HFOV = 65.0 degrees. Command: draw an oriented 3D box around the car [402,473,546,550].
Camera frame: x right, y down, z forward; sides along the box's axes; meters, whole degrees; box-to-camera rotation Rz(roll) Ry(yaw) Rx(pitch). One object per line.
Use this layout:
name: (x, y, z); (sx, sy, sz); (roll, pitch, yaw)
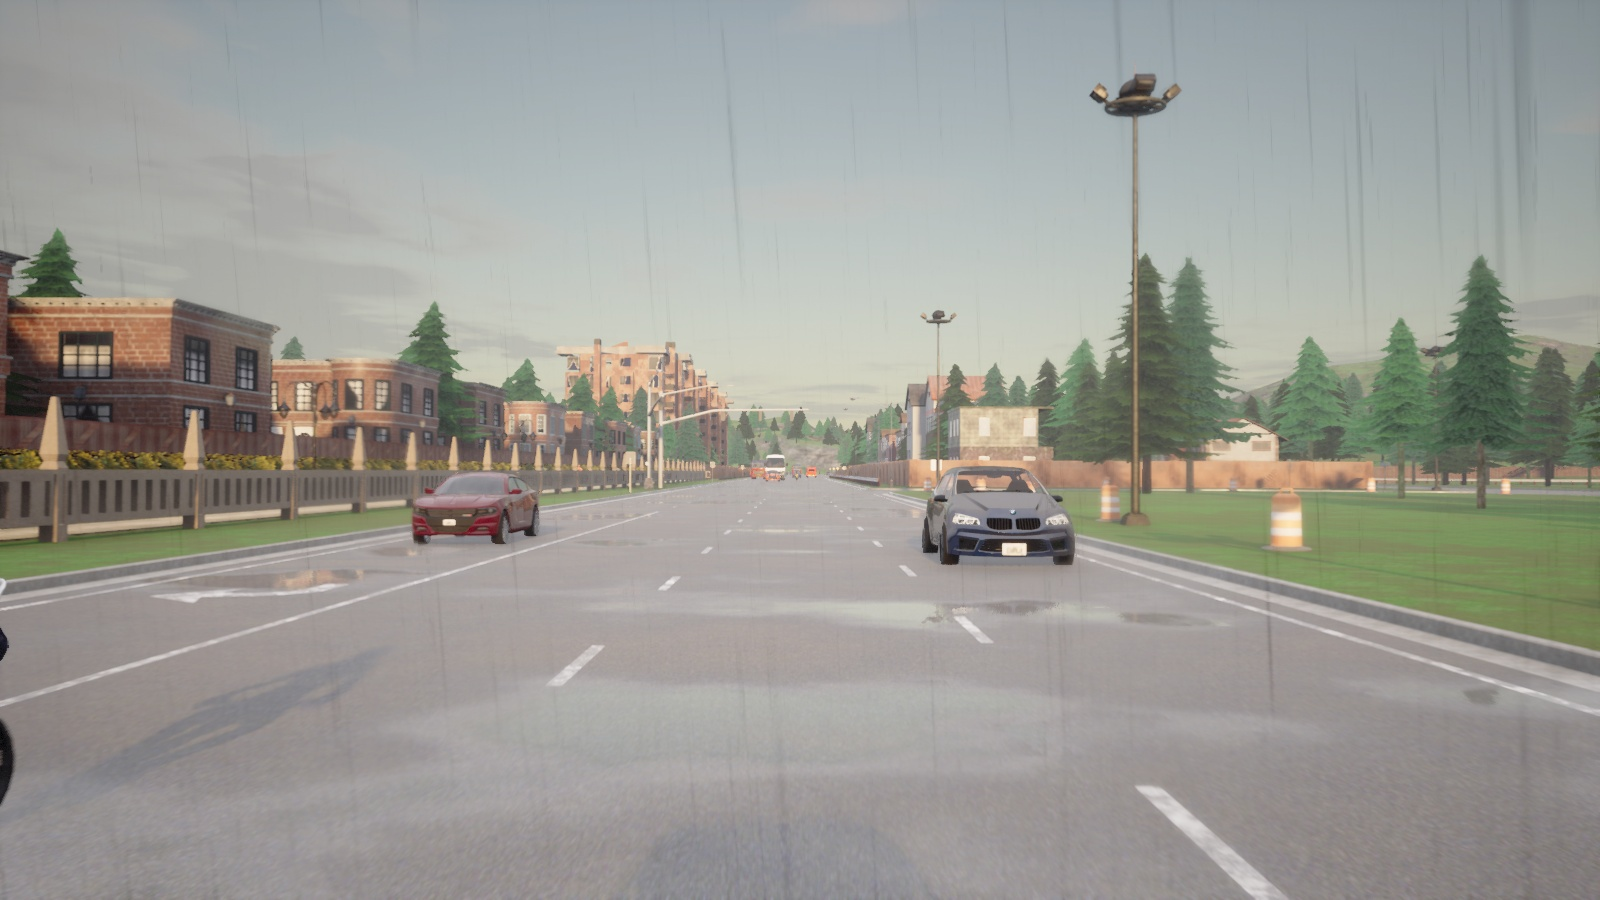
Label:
car: (-7.067, 1.285, 27.775); (1.882, 1.535, 5.008); (0, -1, 0)

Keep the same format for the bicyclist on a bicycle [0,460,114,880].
bicyclist on a bicycle: (-3.507, 0.847, 4.862); (0.866, 1.612, 1.509); (0, -1, 0)

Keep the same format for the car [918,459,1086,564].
car: (3.445, 1.020, 22.406); (2.242, 1.667, 4.611); (0, -1, 0)
